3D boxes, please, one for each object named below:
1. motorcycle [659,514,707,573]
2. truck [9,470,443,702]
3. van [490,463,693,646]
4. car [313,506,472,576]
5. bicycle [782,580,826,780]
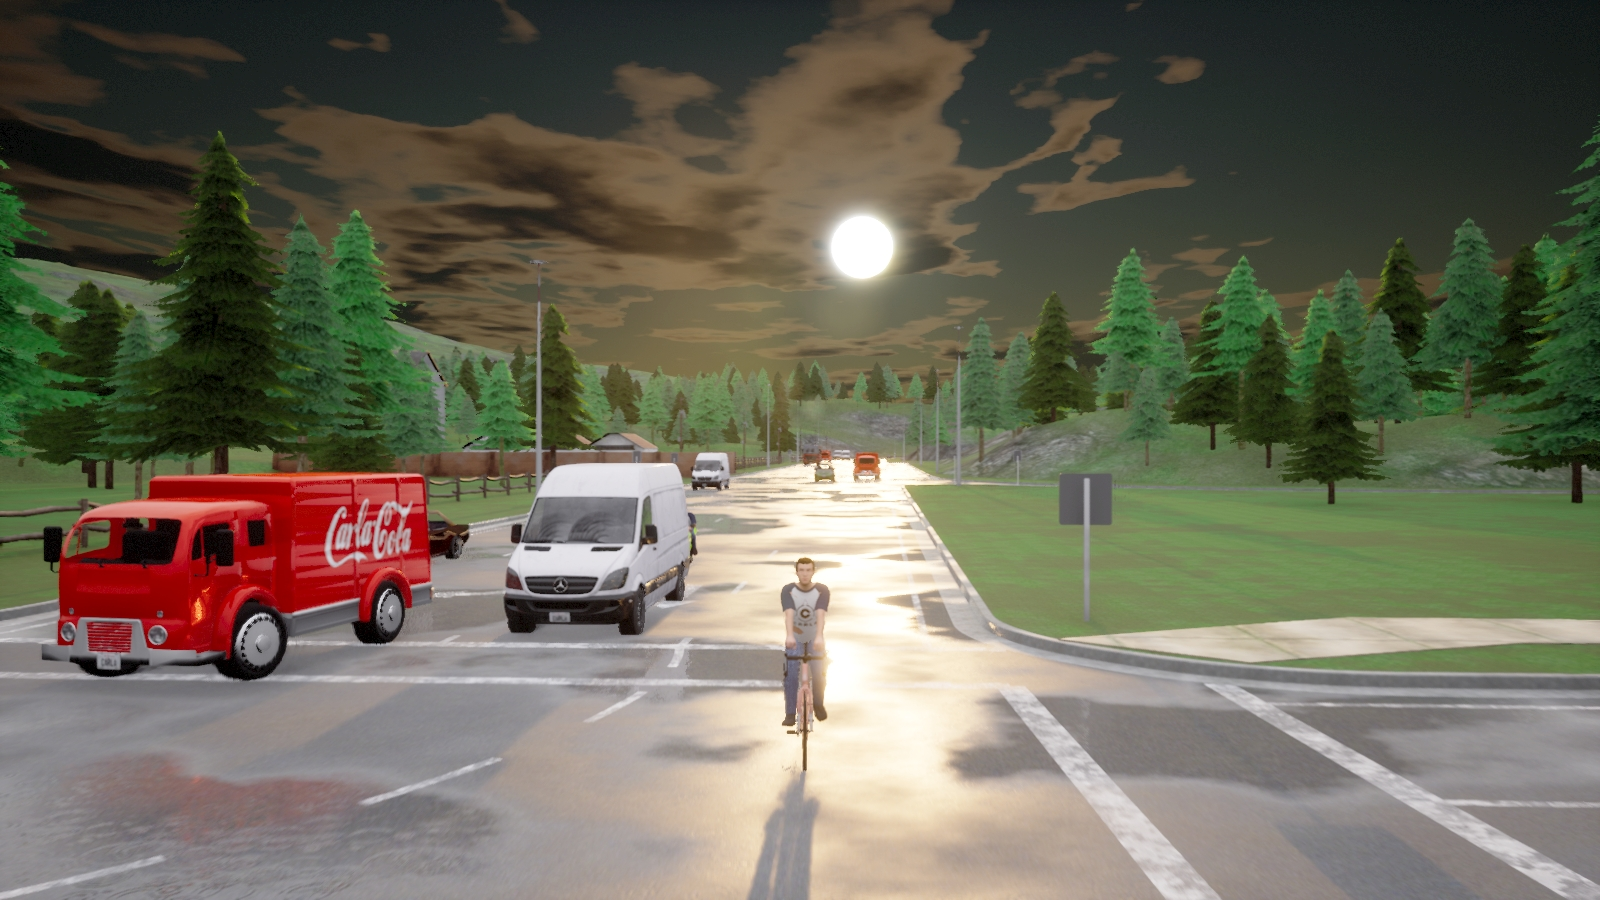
[{"bbox_3d":[-2.728,2.167,26.828,0.803,1.199,2.033,0,0,4],"label":"motorcycle"},{"bbox_3d":[-7.328,1.557,15.457,2.627,2.467,5.204,0,0,11],"label":"truck"},{"bbox_3d":[-3.260,1.521,19.290,1.988,2.561,5.915,0,0,4],"label":"van"},{"bbox_3d":[-9.690,2.136,27.616,1.895,1.301,4.718,0,0,4],"label":"car"},{"bbox_3d":[0.048,2.048,10.515,0.373,1.496,1.643,0,1,1],"label":"bicycle"}]
